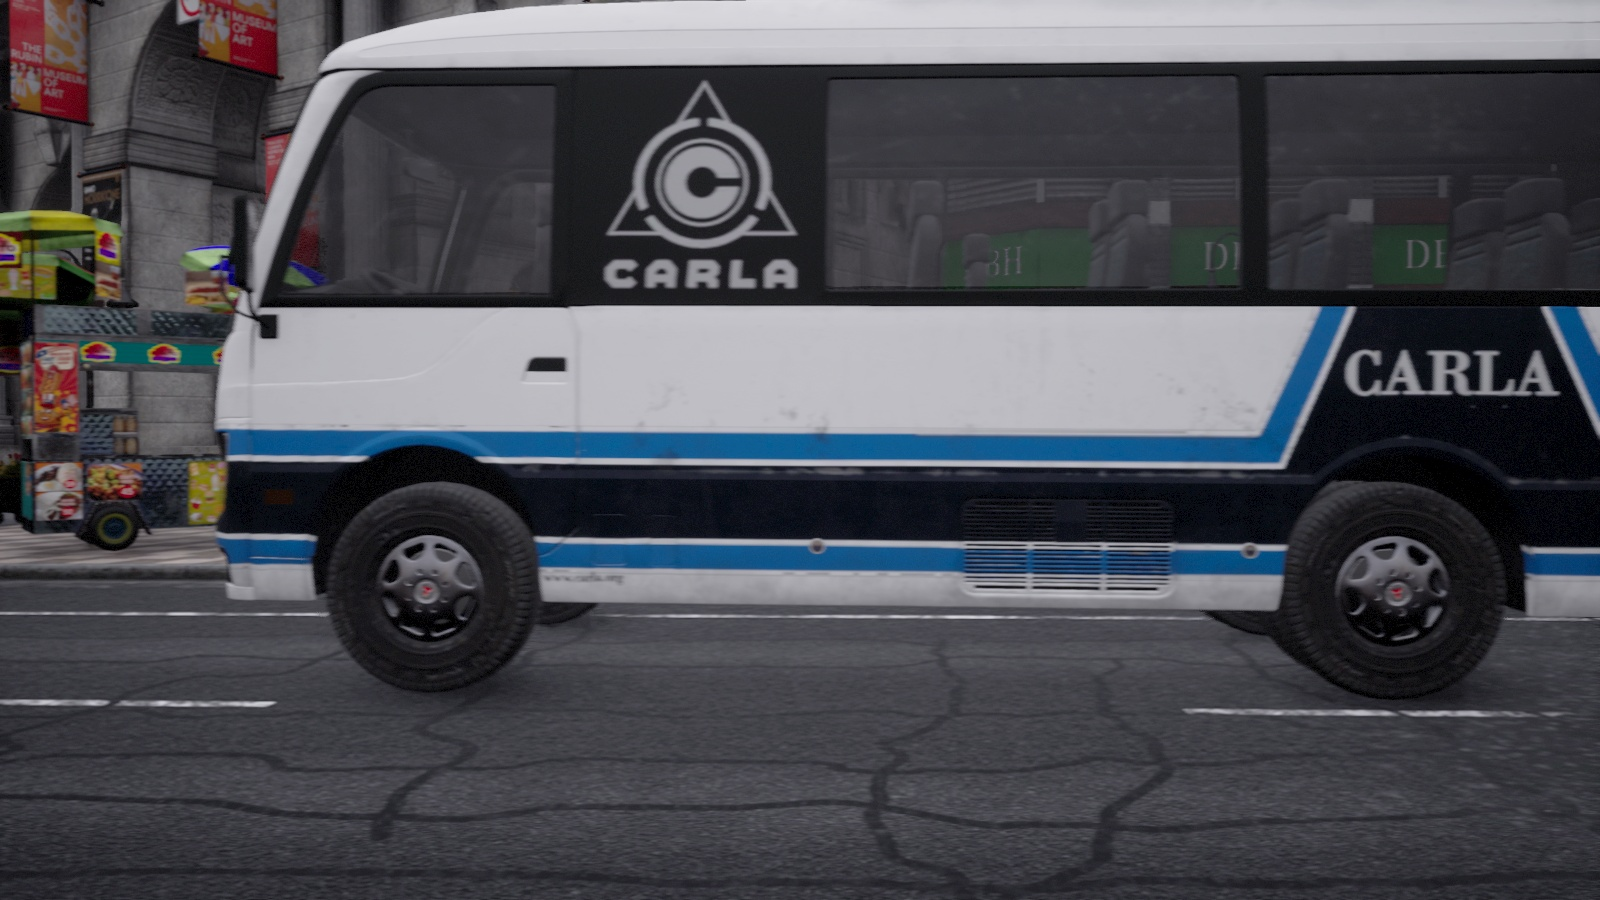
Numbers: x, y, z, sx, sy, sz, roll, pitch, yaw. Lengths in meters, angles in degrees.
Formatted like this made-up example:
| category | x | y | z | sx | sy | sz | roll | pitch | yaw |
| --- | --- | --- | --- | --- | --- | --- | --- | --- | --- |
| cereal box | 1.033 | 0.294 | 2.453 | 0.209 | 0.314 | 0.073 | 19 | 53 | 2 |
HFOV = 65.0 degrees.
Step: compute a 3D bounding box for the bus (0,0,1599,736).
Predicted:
| category | x | y | z | sx | sy | sz | roll | pitch | yaw |
| --- | --- | --- | --- | --- | --- | --- | --- | --- | --- |
| bus | 0.714 | -0.688 | 8.790 | 10.273 | 4.253 | 3.944 | 1 | 1 | 3 |
